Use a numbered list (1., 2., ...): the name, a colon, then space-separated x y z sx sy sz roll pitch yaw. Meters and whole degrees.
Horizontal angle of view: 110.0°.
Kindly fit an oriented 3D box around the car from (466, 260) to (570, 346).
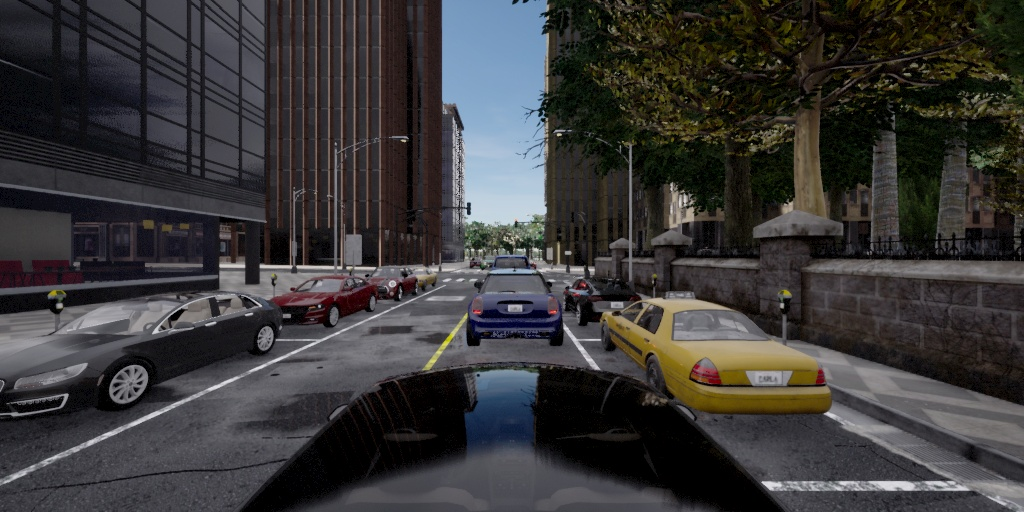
1. car: 0.039 1.102 9.553 2.097 1.767 4.553 0 0 -1

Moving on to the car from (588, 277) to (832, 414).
1. car: 2.754 1.275 6.163 1.751 1.417 4.829 0 0 0

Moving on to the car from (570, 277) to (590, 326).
1. car: 2.745 1.316 11.450 1.948 1.339 4.313 0 0 0

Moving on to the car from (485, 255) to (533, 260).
1. car: -0.025 0.973 18.987 2.150 2.045 5.566 0 0 0

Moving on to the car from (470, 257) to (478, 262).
1. car: -5.864 1.079 59.754 2.192 1.841 5.009 0 0 0

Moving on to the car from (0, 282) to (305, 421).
1. car: -5.770 1.300 5.976 2.007 1.370 4.403 0 0 0

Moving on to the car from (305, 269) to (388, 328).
1. car: -5.780 1.295 11.433 1.888 1.381 4.507 0 0 0

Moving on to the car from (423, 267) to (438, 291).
1. car: -5.799 1.277 22.176 1.751 1.417 4.829 0 0 0

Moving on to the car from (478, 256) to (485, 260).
1. car: -3.189 0.982 51.229 2.150 2.045 5.566 0 0 -1

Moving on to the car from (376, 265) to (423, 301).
1. car: -5.790 1.190 16.890 1.967 1.591 4.097 0 0 0
